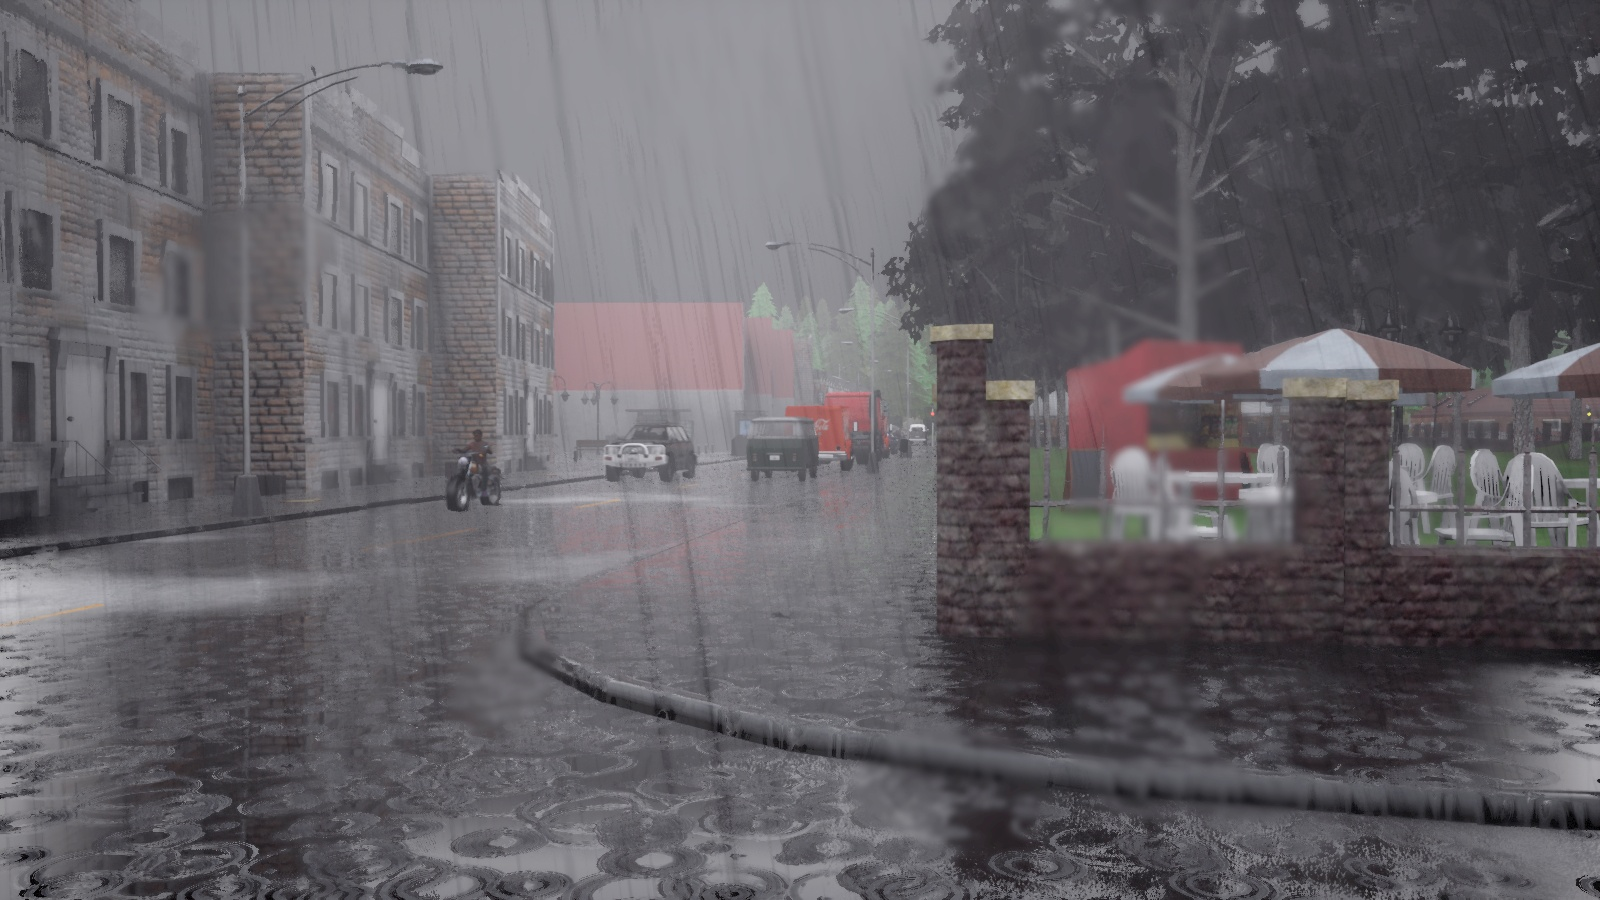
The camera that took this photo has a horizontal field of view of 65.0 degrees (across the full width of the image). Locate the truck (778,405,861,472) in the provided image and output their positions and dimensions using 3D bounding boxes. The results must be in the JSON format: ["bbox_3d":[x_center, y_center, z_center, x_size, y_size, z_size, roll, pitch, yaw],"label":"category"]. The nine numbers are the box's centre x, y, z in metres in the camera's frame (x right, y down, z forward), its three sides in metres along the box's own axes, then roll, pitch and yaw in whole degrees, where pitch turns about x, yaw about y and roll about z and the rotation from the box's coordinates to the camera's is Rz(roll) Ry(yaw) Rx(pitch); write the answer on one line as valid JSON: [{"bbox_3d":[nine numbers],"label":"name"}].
[{"bbox_3d":[0.832,-0.462,48.557,2.627,2.467,5.204,0,1,7],"label":"truck"}]

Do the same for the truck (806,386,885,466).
[{"bbox_3d":[2.263,-1.120,58.858,2.891,3.462,7.936,0,1,8],"label":"truck"}]

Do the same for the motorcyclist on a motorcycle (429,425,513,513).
[{"bbox_3d":[-6.502,0.337,24.929,0.766,1.649,2.350,0,1,8],"label":"motorcyclist on a motorcycle"}]

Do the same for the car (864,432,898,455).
[{"bbox_3d":[5.194,-0.447,79.788,1.812,1.442,4.674,0,1,8],"label":"car"}]

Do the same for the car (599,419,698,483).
[{"bbox_3d":[-4.584,-0.017,38.726,1.932,1.855,4.605,0,1,8],"label":"car"}]

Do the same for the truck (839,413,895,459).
[{"bbox_3d":[3.763,-0.796,69.571,2.627,2.467,5.204,0,1,8],"label":"truck"}]

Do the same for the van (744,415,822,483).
[{"bbox_3d":[-0.468,-0.073,39.281,1.775,1.987,4.442,0,1,8],"label":"van"}]
